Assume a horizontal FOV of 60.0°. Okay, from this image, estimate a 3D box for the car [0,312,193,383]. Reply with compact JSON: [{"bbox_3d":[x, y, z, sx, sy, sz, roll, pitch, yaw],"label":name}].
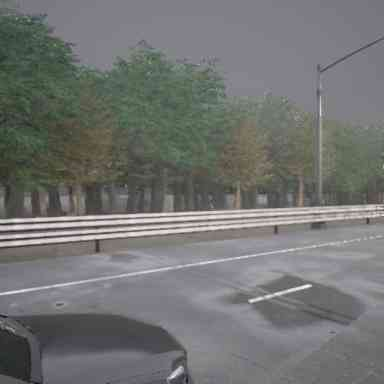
[{"bbox_3d":[-2.138,1.524,2.220,4.674,1.442,1.812,0,0,-36],"label":"car"}]
